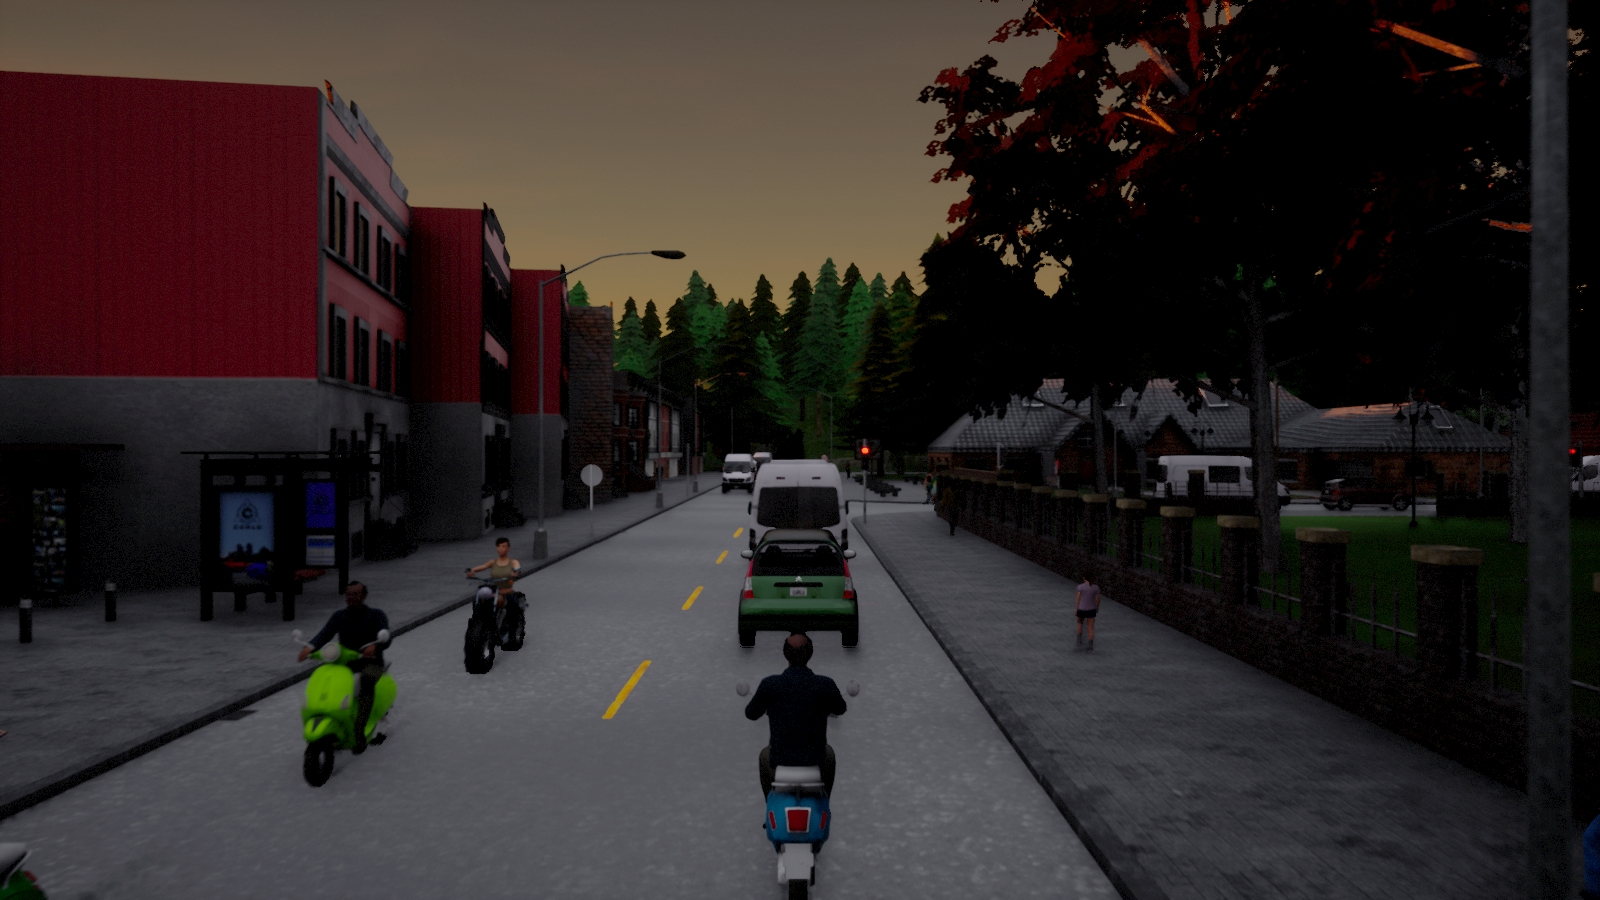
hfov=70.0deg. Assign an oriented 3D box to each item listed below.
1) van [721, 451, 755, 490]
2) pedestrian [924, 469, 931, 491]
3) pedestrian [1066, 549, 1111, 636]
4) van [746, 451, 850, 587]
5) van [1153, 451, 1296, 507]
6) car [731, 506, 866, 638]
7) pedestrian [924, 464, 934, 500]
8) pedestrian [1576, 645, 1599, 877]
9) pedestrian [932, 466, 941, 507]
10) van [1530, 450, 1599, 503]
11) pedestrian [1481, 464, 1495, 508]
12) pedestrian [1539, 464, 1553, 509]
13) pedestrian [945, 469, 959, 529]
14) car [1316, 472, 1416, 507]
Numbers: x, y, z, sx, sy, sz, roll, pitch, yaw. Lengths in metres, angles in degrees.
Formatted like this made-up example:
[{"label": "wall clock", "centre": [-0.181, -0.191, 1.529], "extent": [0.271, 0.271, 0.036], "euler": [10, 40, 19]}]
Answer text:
[{"label": "van", "centre": [-4.117, 1.316, 76.373], "extent": [1.988, 2.561, 5.915], "euler": [0, 0, 0]}, {"label": "pedestrian", "centre": [7.560, 1.805, 67.920], "extent": [0.375, 1.300, 0.375], "euler": [0, 0, 1]}, {"label": "pedestrian", "centre": [3.865, 1.905, 15.337], "extent": [0.500, 1.100, 0.500], "euler": [0, 0, 2]}, {"label": "van", "centre": [-0.047, 1.316, 24.651], "extent": [1.988, 2.561, 5.915], "euler": [0, 0, 0]}, {"label": "van", "centre": [19.578, 1.316, 52.863], "extent": [5.915, 2.561, 1.988], "euler": [0, 0, 1]}, {"label": "car", "centre": [-0.027, 1.780, 17.696], "extent": [1.851, 1.617, 3.988], "euler": [0, 0, 0]}, {"label": "pedestrian", "centre": [6.634, 1.630, 58.600], "extent": [0.375, 1.860, 0.375], "euler": [0, 0, 30]}, {"label": "pedestrian", "centre": [4.793, 1.806, 6.589], "extent": [0.375, 1.300, 0.375], "euler": [0, 0, 0]}, {"label": "pedestrian", "centre": [6.137, 1.630, 51.321], "extent": [0.375, 1.860, 0.375], "euler": [0, 0, 15]}, {"label": "van", "centre": [39.958, 1.316, 56.738], "extent": [5.915, 2.561, 1.988], "euler": [0, -1, 12]}, {"label": "pedestrian", "centre": [29.070, 1.526, 48.275], "extent": [0.375, 1.860, 0.375], "euler": [0, 0, -10]}, {"label": "pedestrian", "centre": [31.154, 1.526, 47.717], "extent": [0.375, 1.860, 0.375], "euler": [0, 0, -1]}, {"label": "pedestrian", "centre": [4.737, 1.526, 35.592], "extent": [0.375, 1.860, 0.375], "euler": [0, 0, -1]}, {"label": "car", "centre": [26.115, 1.807, 52.802], "extent": [3.705, 1.549, 1.789], "euler": [0, 0, 0]}]
